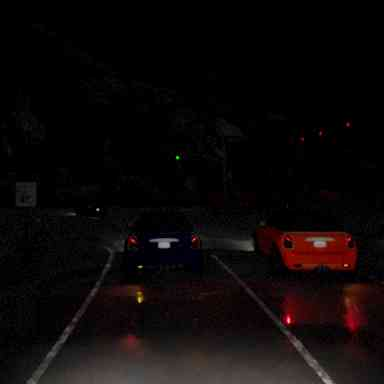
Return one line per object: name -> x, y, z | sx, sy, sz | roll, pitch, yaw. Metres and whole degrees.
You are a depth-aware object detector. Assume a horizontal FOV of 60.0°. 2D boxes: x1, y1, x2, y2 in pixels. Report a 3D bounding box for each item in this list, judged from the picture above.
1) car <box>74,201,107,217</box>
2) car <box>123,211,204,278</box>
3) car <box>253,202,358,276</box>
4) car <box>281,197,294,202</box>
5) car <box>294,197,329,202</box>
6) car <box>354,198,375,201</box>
car -> -9.885, 1.580, 32.219 | 1.994, 1.385, 4.181 | 0, 0, -37
car -> -0.946, 1.356, 10.449 | 2.097, 1.767, 4.553 | 0, 0, -7
car -> 3.274, 1.345, 10.498 | 2.097, 1.767, 4.553 | 0, 0, 1
car -> 17.064, 1.505, 53.494 | 5.357, 1.411, 2.033 | 0, 0, -9
car -> 18.461, 1.480, 50.185 | 4.674, 1.442, 1.812 | 0, 0, -9
car -> 22.416, 1.513, 43.755 | 4.181, 1.385, 1.994 | 0, 0, -9
